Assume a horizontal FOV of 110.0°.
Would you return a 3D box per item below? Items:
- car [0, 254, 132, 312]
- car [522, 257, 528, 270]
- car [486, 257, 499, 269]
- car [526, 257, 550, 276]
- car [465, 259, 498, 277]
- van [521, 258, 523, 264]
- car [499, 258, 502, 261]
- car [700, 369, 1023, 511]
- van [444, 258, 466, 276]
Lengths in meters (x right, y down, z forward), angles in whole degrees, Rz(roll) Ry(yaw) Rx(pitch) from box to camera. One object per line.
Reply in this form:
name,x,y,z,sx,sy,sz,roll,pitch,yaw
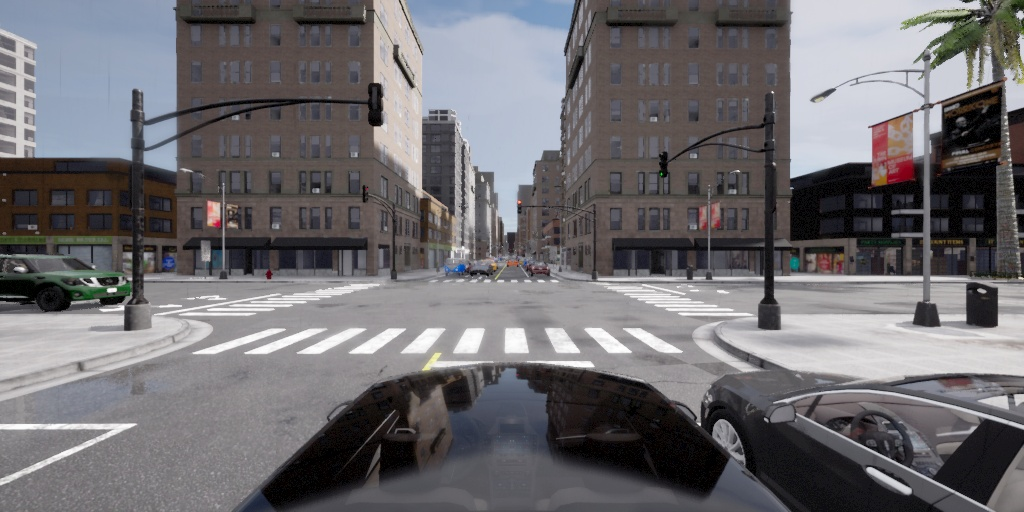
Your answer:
car,-17.940,0.953,13.581,5.566,2.045,2.150,0,0,0
car,2.773,1.204,47.748,1.967,1.591,4.097,0,0,0
car,-2.998,1.241,46.320,1.882,1.535,5.008,0,0,0
car,2.745,1.200,36.409,1.967,1.591,4.097,0,0,0
car,-2.995,1.307,36.618,2.033,1.411,5.357,0,0,4
van,2.802,1.107,59.086,1.690,1.789,3.998,0,0,0
car,-2.965,1.366,56.239,1.895,1.301,4.718,0,0,0
car,2.668,1.300,1.759,2.007,1.370,4.403,0,0,0
van,-5.781,1.101,36.429,1.690,1.789,3.998,0,0,0
